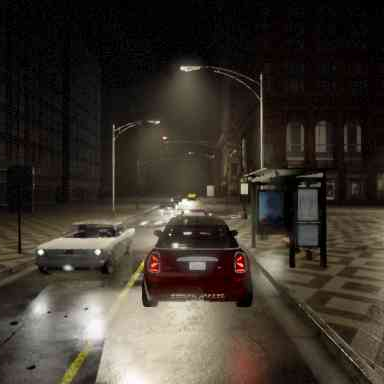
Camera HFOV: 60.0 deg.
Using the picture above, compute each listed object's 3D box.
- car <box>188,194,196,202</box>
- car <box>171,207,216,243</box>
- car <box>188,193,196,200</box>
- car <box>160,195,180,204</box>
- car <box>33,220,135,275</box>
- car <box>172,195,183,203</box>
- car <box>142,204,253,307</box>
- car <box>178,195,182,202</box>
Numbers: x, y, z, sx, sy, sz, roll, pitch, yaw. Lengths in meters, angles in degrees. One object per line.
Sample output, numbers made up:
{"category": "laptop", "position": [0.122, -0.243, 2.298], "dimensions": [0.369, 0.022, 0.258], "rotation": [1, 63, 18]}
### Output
{"category": "car", "position": [-0.040, 1.441, 74.360], "dimensions": [1.895, 1.301, 4.718], "rotation": [0, 0, 0]}
{"category": "car", "position": [0.087, 1.558, 16.769], "dimensions": [1.994, 1.385, 4.181], "rotation": [0, 0, 1]}
{"category": "car", "position": [-0.045, 1.127, 84.335], "dimensions": [1.882, 1.535, 5.008], "rotation": [0, 0, 0]}
{"category": "car", "position": [-3.122, 1.490, 44.347], "dimensions": [2.033, 1.411, 5.357], "rotation": [0, 0, 0]}
{"category": "car", "position": [-3.104, 1.600, 10.554], "dimensions": [1.895, 1.301, 4.718], "rotation": [0, 0, 0]}
{"category": "car", "position": [-3.037, 1.363, 69.499], "dimensions": [2.128, 1.511, 4.902], "rotation": [0, 0, 0]}
{"category": "car", "position": [0.096, 1.352, 8.126], "dimensions": [2.097, 1.767, 4.553], "rotation": [0, 0, 0]}
{"category": "car", "position": [-3.117, 1.406, 55.484], "dimensions": [2.128, 1.511, 4.902], "rotation": [0, 0, 0]}
